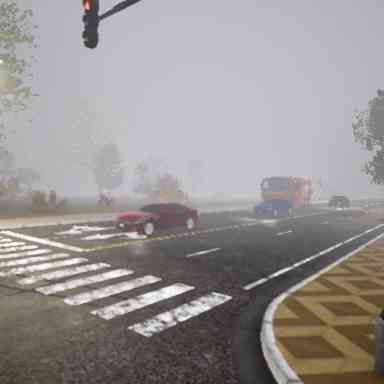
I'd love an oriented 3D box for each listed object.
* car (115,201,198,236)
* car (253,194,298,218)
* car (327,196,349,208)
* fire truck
[{"bbox_3d":[-1.710,1.258,17.319,1.882,1.535,5.008,2,1,38],"label":"car"},{"bbox_3d":[6.945,1.251,28.316,1.882,1.535,5.008,2,2,38],"label":"car"},{"bbox_3d":[19.433,1.276,44.040,1.837,1.490,4.892,2,1,38],"label":"car"},{"bbox_3d":[11.142,0.011,38.710,2.891,3.827,8.468,2,1,38],"label":"fire truck"}]
